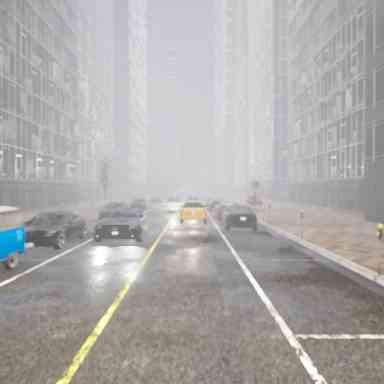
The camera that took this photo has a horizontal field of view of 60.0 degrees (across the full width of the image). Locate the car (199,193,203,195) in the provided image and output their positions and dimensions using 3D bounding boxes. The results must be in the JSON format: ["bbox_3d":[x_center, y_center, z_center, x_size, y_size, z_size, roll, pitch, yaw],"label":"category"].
[{"bbox_3d":[0.090,1.224,41.483,2.033,1.411,5.357,0,1,0],"label":"car"}]

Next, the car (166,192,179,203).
[{"bbox_3d":[-3.074,1.110,56.933,1.994,1.385,4.181,0,1,0],"label":"car"}]

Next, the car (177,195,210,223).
[{"bbox_3d":[0.095,1.276,23.797,1.801,1.575,5.366,0,1,0],"label":"car"}]

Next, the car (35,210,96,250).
[{"bbox_3d":[-5.696,1.462,13.806,1.947,1.339,4.313,0,0,0],"label":"car"}]

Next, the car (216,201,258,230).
[{"bbox_3d":[2.683,1.419,19.492,1.947,1.339,4.313,0,0,0],"label":"car"}]

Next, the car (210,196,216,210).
[{"bbox_3d":[2.679,1.299,36.569,1.802,1.307,4.206,0,0,0],"label":"car"}]

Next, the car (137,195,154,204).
[{"bbox_3d":[-5.702,1.282,36.574,1.947,1.339,4.313,0,0,0],"label":"car"}]

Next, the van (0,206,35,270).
[{"bbox_3d":[-5.696,1.280,8.111,1.690,1.788,3.998,0,0,0],"label":"van"}]

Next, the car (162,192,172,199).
[{"bbox_3d":[-5.712,0.811,76.419,1.967,1.590,4.097,0,1,0],"label":"car"}]

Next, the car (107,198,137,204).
[{"bbox_3d":[-5.699,1.373,25.190,1.947,1.339,4.313,0,0,0],"label":"car"}]

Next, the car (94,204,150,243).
[{"bbox_3d":[-3.104,1.448,15.360,1.994,1.385,4.181,0,0,0],"label":"car"}]

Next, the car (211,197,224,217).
[{"bbox_3d":[2.681,1.353,25.184,1.887,1.381,4.507,0,0,0],"label":"car"}]

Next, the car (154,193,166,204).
[{"bbox_3d":[-5.706,1.119,53.650,1.887,1.381,4.507,0,0,0],"label":"car"}]

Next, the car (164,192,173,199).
[{"bbox_3d":[-5.713,0.758,82.111,1.967,1.590,4.097,0,1,0],"label":"car"}]

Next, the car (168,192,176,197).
[{"bbox_3d":[-5.716,0.763,93.496,2.008,1.369,4.403,0,1,0],"label":"car"}]

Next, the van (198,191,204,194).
[{"bbox_3d":[2.665,0.554,93.492,1.690,1.788,3.998,0,1,0],"label":"van"}]
